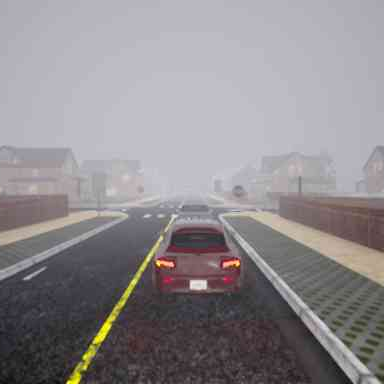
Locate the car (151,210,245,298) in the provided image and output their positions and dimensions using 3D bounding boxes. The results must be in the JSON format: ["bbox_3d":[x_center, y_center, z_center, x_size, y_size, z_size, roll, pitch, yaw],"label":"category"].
[{"bbox_3d":[0.119,1.391,8.016,1.812,1.442,4.674,0,1,0],"label":"car"}]

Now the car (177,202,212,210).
[{"bbox_3d":[0.136,1.256,17.499,2.033,1.411,5.357,0,1,0],"label":"car"}]

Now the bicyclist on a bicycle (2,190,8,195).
[{"bbox_3d":[-20.084,0.614,35.760,0.582,1.620,1.656,0,1,0],"label":"bicyclist on a bicycle"}]
